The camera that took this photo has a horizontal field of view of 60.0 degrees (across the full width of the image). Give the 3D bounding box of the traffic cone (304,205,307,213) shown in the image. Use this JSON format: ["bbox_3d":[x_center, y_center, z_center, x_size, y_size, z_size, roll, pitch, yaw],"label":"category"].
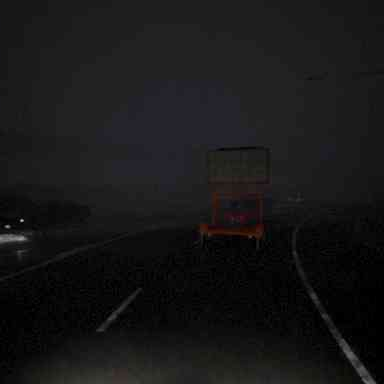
[{"bbox_3d":[8.246,1.235,24.144,0.340,0.580,0.340,0,1,23],"label":"traffic cone"}]

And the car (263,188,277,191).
[{"bbox_3d":[11.632,0.158,51.692,5.008,1.535,1.882,-1,1,-44],"label":"car"}]

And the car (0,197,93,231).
[{"bbox_3d":[-7.437,1.109,17.449,2.033,1.411,5.357,0,1,19],"label":"car"}]

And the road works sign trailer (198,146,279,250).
[{"bbox_3d":[1.785,0.098,12.721,2.380,3.560,2.880,0,2,23],"label":"road works sign trailer"}]

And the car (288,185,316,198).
[{"bbox_3d":[17.294,-0.149,52.256,5.566,2.045,2.150,-1,1,-42],"label":"car"}]

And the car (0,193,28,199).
[{"bbox_3d":[-10.732,0.912,18.193,2.097,1.767,4.553,0,1,19],"label":"car"}]

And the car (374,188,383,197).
[{"bbox_3d":[31.827,0.116,54.806,4.892,1.490,1.837,1,-2,-35],"label":"car"}]

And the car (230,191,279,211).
[{"bbox_3d":[5.283,0.816,28.274,1.895,1.301,4.718,0,2,40],"label":"car"}]
